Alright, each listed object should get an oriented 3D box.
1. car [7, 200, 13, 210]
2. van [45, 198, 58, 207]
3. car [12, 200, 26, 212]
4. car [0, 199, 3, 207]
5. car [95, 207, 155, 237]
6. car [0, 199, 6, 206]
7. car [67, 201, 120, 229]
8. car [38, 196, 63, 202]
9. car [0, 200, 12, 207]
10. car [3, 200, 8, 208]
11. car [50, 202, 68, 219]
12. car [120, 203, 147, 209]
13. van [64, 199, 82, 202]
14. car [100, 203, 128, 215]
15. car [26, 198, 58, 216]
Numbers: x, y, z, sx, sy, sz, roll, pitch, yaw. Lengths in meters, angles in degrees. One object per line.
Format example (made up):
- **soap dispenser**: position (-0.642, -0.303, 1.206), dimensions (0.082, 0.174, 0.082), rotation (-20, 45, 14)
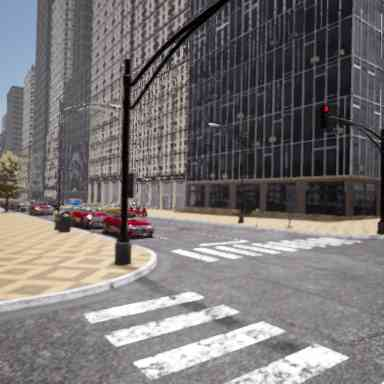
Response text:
- **car**: position (-26.531, 2.055, 50.957), dimensions (1.947, 1.339, 4.313), rotation (1, -1, -35)
- **van**: position (-29.497, 2.210, 69.723), dimensions (1.690, 1.788, 3.998), rotation (1, -1, -35)
- **car**: position (-23.259, 1.990, 46.310), dimensions (2.008, 1.369, 4.403), rotation (1, -1, -35)
- **car**: position (-33.077, 2.140, 60.250), dimensions (2.008, 1.369, 4.403), rotation (1, -1, -35)
- **car**: position (-3.622, 1.720, 18.431), dimensions (1.802, 1.307, 4.206), rotation (1, -1, -35)
- **car**: position (-42.895, 2.290, 74.190), dimensions (2.008, 1.369, 4.403), rotation (1, -1, -35)
- **car**: position (-6.894, 1.628, 23.080), dimensions (1.967, 1.590, 4.097), rotation (1, -1, -35)
- **car**: position (-20.586, 1.587, 47.221), dimensions (2.150, 2.045, 5.566), rotation (2, -2, -35)
- **car**: position (-36.350, 2.221, 64.896), dimensions (1.802, 1.307, 4.206), rotation (1, -1, -35)
- **car**: position (-29.804, 2.084, 55.604), dimensions (1.887, 1.381, 4.507), rotation (1, -1, -35)
- **car**: position (-10.069, 1.762, 27.586), dimensions (1.752, 1.417, 4.829), rotation (1, -1, -35)
- **car**: position (-6.589, 1.958, 37.196), dimensions (1.967, 1.590, 4.097), rotation (1, -1, -35)
- **van**: position (-19.679, 2.059, 55.783), dimensions (1.690, 1.788, 3.998), rotation (1, -1, -35)
- **car**: position (-9.960, 2.094, 41.979), dimensions (1.752, 1.417, 4.829), rotation (1, -1, -35)
- **car**: position (-16.712, 1.779, 37.020), dimensions (1.967, 1.590, 4.097), rotation (1, -1, -35)
